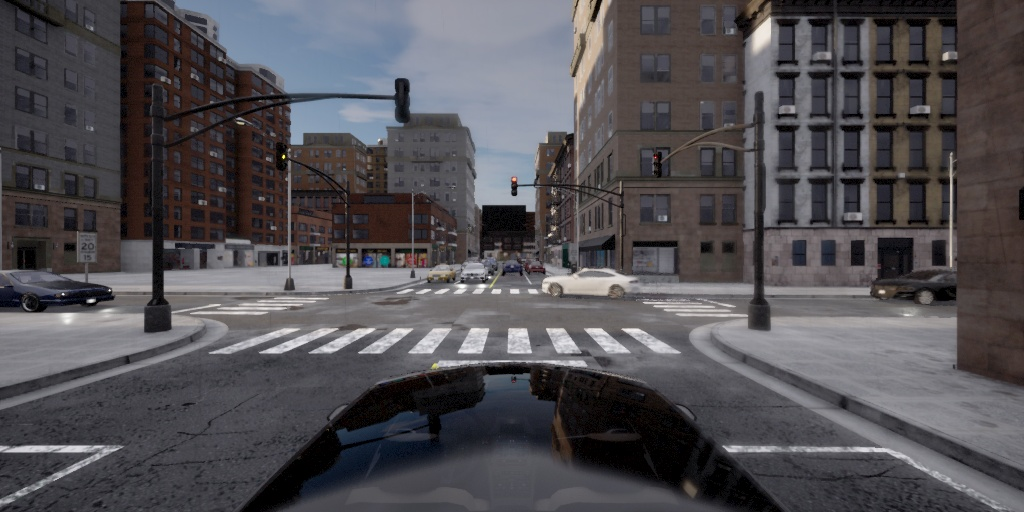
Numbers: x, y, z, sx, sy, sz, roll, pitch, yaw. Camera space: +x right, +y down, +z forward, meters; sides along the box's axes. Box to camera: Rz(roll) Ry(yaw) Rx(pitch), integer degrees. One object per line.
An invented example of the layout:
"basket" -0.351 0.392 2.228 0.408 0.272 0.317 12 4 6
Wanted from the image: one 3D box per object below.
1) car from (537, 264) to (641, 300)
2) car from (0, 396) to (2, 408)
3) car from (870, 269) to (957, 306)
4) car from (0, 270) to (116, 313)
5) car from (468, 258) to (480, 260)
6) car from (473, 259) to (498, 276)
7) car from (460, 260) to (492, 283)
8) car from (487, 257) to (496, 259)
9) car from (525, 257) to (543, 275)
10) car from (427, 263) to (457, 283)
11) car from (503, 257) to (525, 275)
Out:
"car" 3.845 1.291 17.545 4.674 1.442 1.812 1 1 19
"car" -5.388 1.300 1.270 2.007 1.370 4.403 0 0 0
"car" 18.937 1.332 15.918 5.008 1.535 1.882 0 0 0
"car" -17.810 1.215 12.912 5.357 1.411 2.033 0 0 0
"car" -5.413 1.303 45.101 2.007 1.370 4.403 0 0 0
"car" -2.858 1.315 37.879 1.994 1.385 4.181 0 0 1
"car" -2.862 1.276 28.086 1.812 1.442 4.674 0 0 0
"car" -2.862 1.244 48.075 2.128 1.511 4.902 0 0 0
"car" 2.616 1.191 39.443 1.967 1.591 4.097 0 0 0
"car" -5.403 1.276 27.945 1.751 1.417 4.829 0 0 0
"car" 0.059 1.104 39.496 2.097 1.767 4.553 0 0 0
